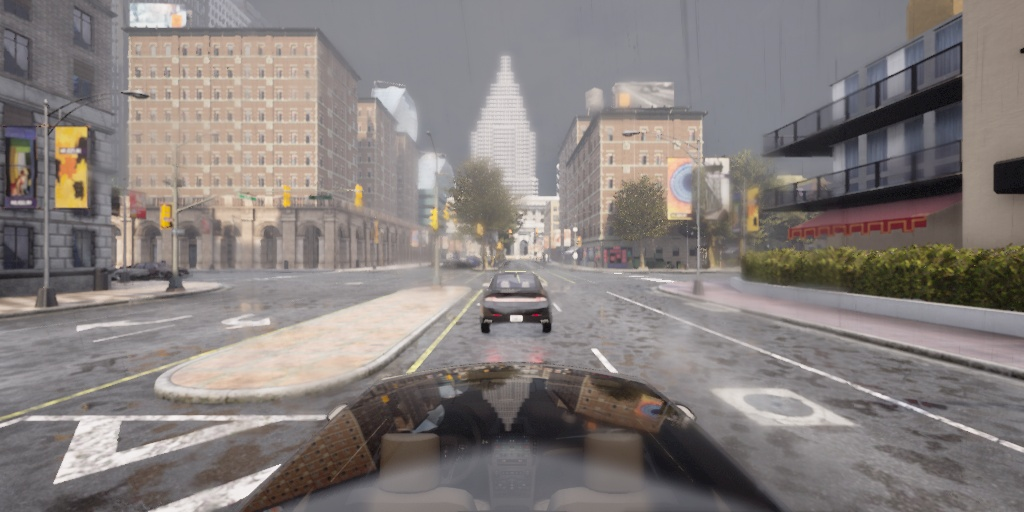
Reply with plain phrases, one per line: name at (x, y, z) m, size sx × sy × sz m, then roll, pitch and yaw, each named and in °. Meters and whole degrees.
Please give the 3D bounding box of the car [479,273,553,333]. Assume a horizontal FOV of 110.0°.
car at (0.105, 1.237, 10.758) m, size 2.128 × 1.511 × 4.902 m, roll 0°, pitch 0°, yaw 0°

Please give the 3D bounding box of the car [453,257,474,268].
car at (-8.025, 1.321, 59.443) m, size 1.895 × 1.301 × 4.718 m, roll 0°, pitch 0°, yaw 0°

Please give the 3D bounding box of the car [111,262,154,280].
car at (-33.826, 1.336, 30.377) m, size 4.718 × 1.301 × 1.895 m, roll 0°, pitch 0°, yaw 0°

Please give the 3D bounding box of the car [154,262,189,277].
car at (-33.849, 1.281, 33.875) m, size 5.357 × 1.411 × 2.033 m, roll 0°, pitch 0°, yaw 0°

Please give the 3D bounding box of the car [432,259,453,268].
car at (-11.515, 1.211, 60.890) m, size 2.128 × 1.511 × 4.902 m, roll 0°, pitch 0°, yaw 0°
